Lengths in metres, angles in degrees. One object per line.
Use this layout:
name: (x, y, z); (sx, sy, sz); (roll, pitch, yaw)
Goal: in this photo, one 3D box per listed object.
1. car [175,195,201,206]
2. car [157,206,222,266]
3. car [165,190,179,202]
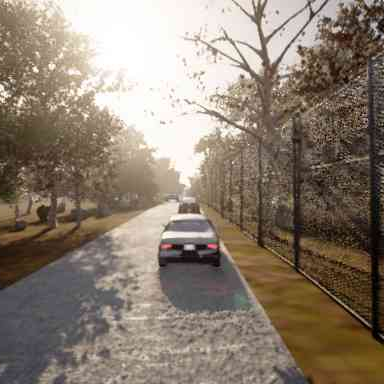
car: (-0.235, 1.209, 28.925); (1.812, 1.442, 4.674); (0, 1, 0)
car: (-0.073, 1.426, 10.998); (2.033, 1.411, 5.357); (0, 1, 0)
car: (-3.499, 0.738, 58.833); (2.150, 2.045, 5.566); (0, 0, 0)
